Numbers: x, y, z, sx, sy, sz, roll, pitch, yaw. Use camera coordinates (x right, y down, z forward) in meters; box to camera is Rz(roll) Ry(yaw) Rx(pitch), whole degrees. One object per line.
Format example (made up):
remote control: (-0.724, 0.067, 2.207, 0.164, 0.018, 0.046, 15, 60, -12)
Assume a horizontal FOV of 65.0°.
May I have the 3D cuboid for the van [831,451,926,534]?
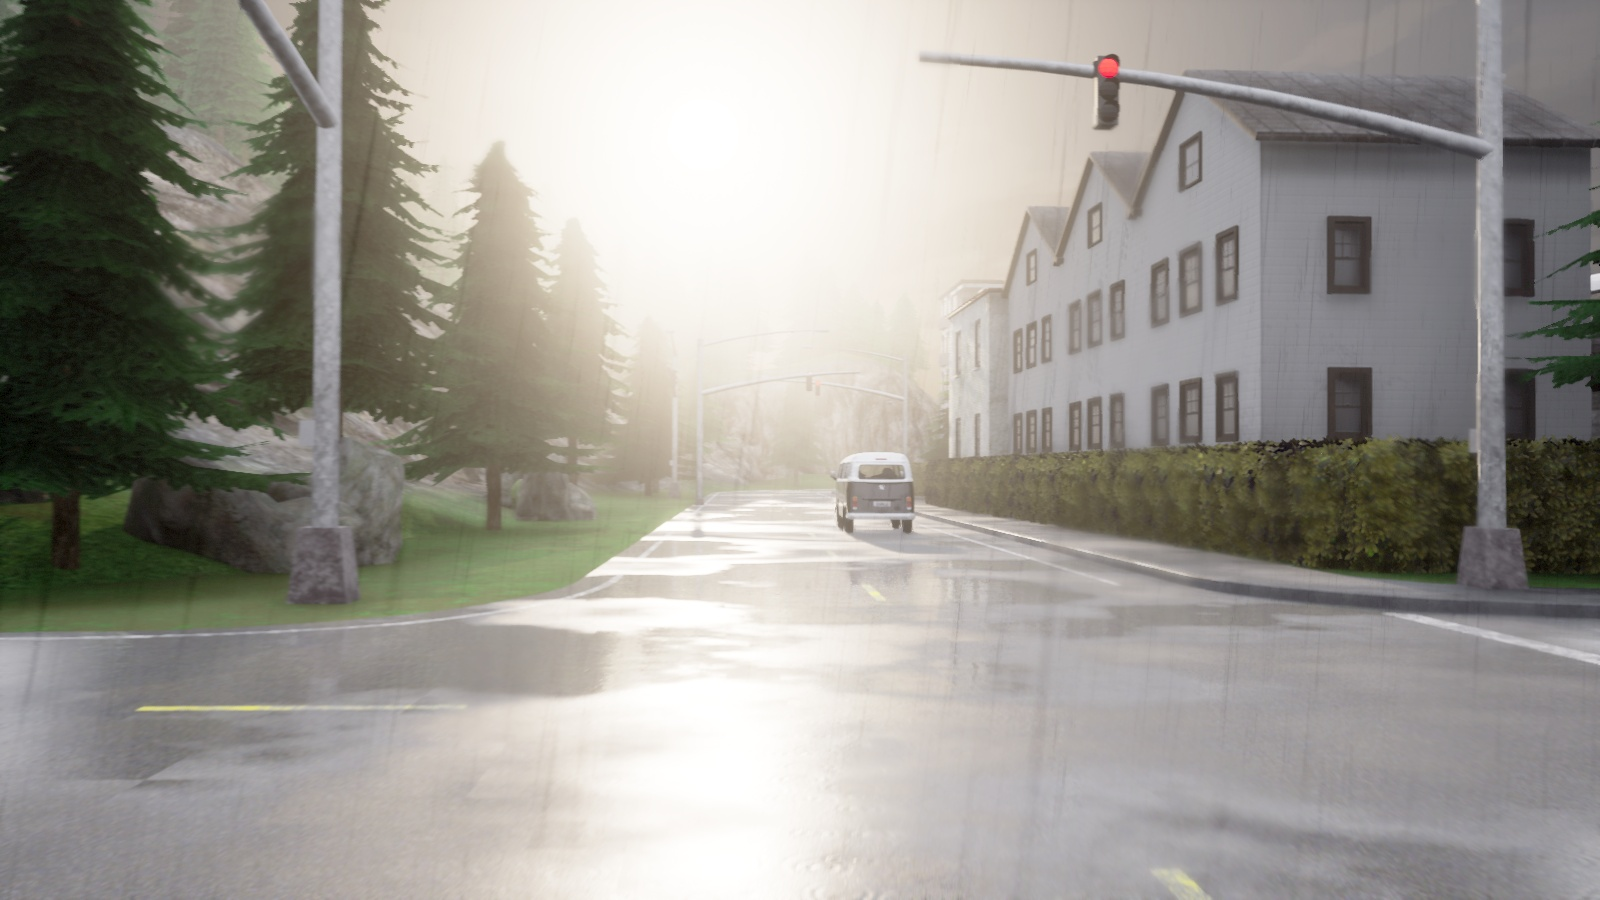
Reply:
van: (2.000, 1.094, 33.464, 2.069, 2.038, 4.480, 0, -1, -2)
